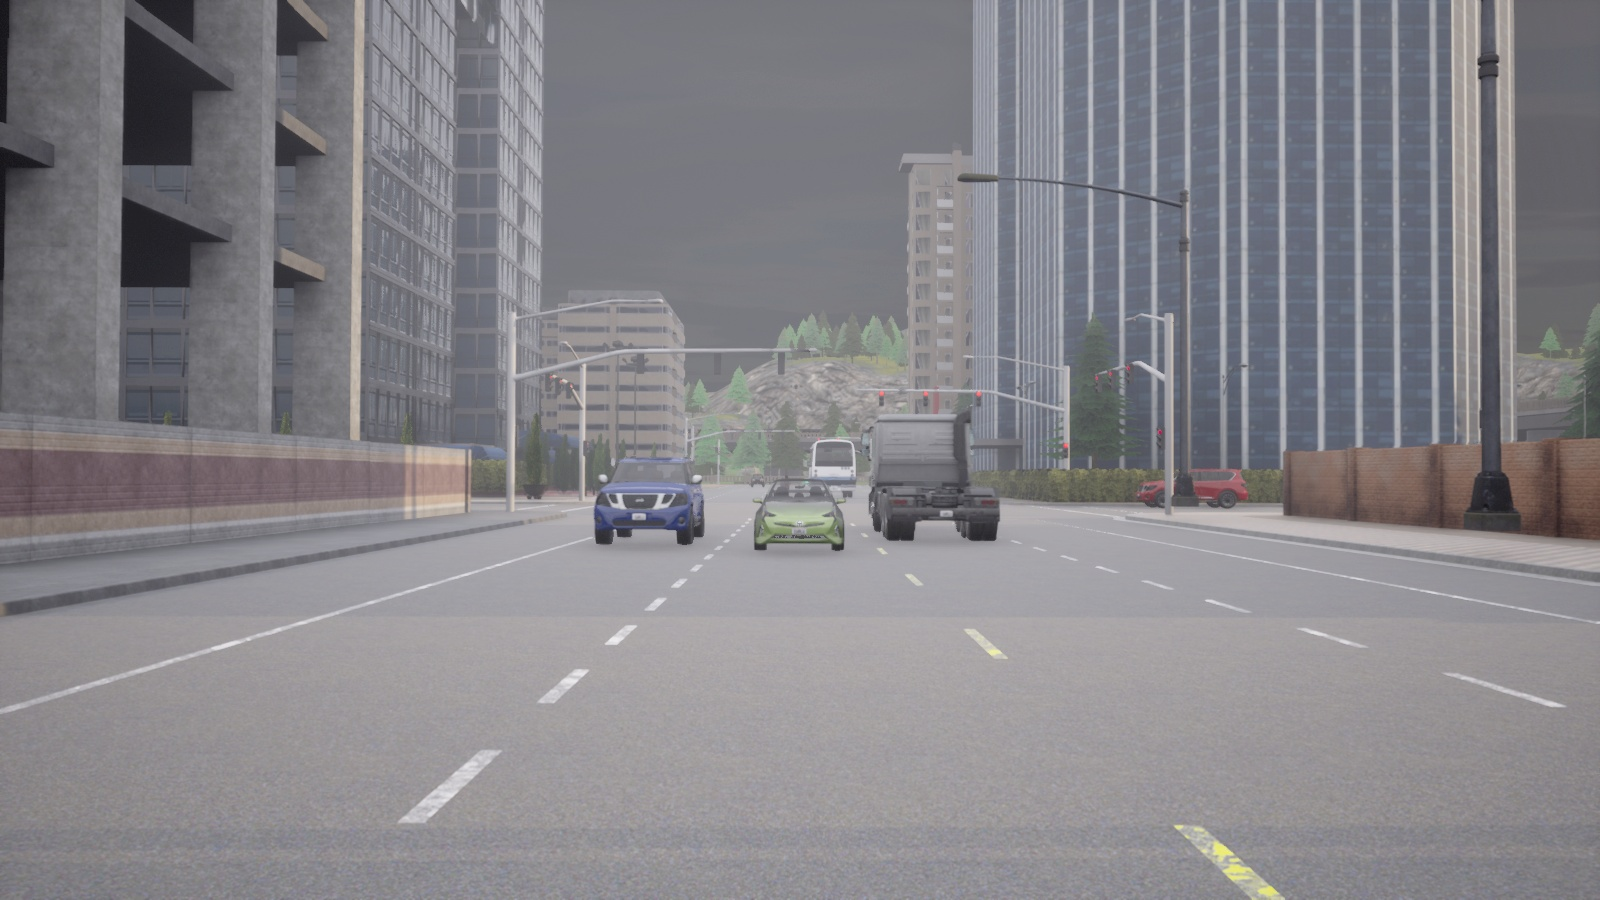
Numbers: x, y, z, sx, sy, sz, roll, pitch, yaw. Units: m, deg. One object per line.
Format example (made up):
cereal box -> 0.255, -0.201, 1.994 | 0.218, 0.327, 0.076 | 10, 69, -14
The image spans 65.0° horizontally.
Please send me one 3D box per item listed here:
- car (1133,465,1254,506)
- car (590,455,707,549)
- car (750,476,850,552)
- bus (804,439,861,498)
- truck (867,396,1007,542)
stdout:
car -> 20.335, 1.823, 65.100 | 5.566, 2.045, 2.150 | 0, -1, -1
car -> -3.505, 1.186, 30.131 | 2.150, 2.045, 5.566 | 0, -1, 0
car -> -0.003, 1.349, 27.683 | 2.007, 1.525, 4.514 | 0, -1, 0
bus -> 2.395, 1.464, 96.797 | 3.944, 4.253, 10.273 | 0, -1, -1
truck -> 3.490, 0.538, 33.972 | 2.891, 3.462, 7.936 | 0, -1, 0
